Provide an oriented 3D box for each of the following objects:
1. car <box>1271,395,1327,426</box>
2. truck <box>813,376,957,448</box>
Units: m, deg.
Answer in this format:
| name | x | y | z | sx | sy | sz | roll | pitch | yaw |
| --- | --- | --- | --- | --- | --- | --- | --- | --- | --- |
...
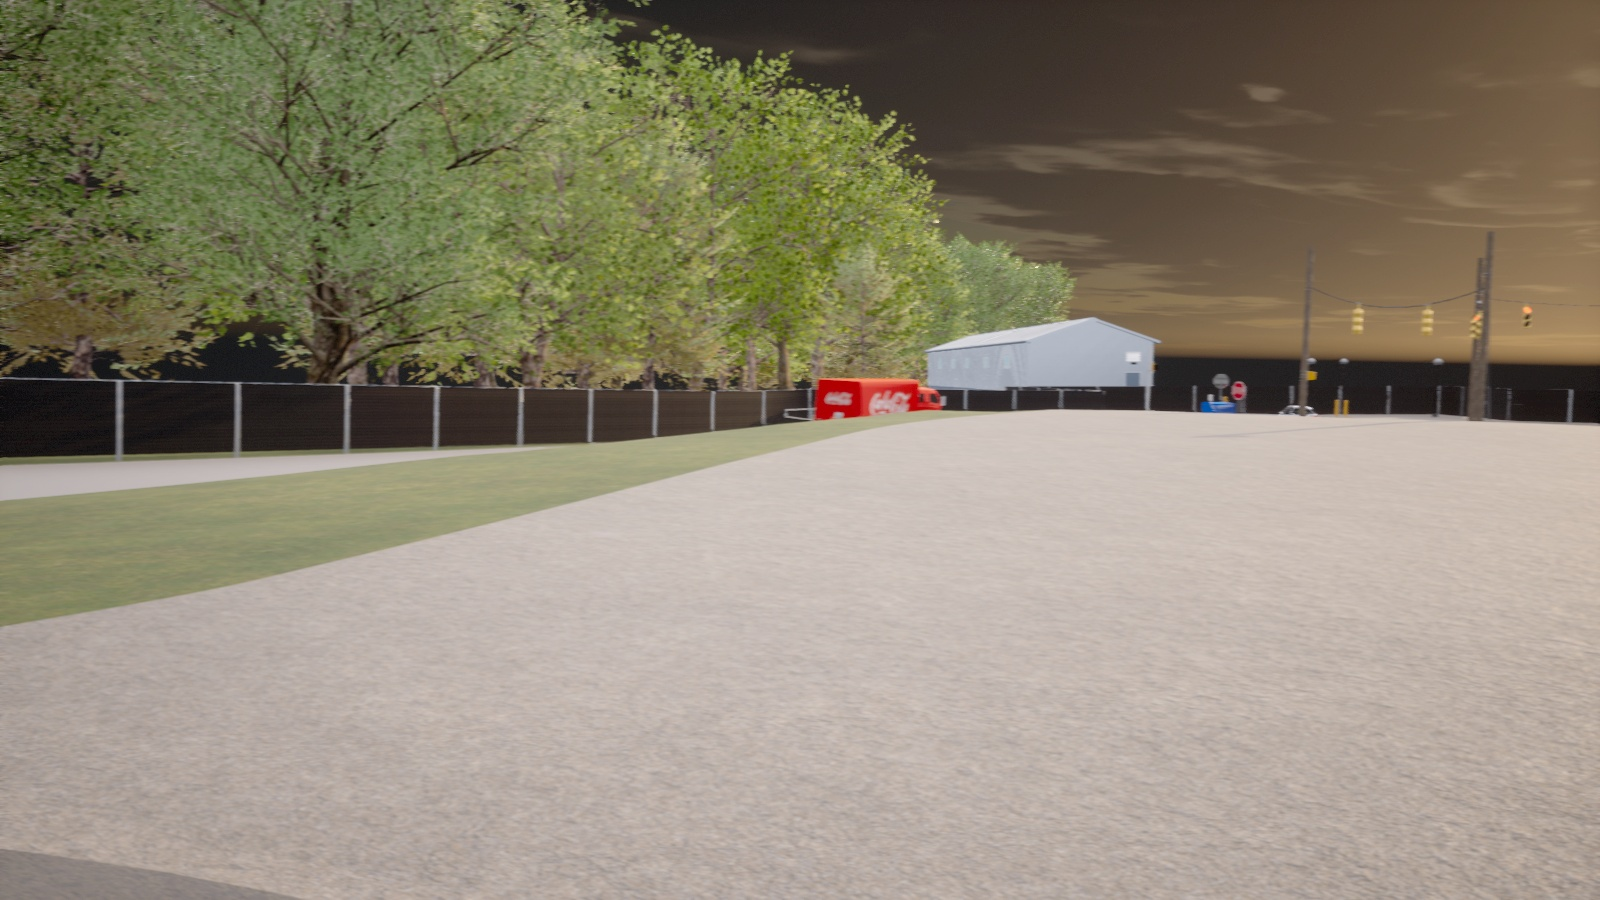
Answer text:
| name | x | y | z | sx | sy | sz | roll | pitch | yaw |
| --- | --- | --- | --- | --- | --- | --- | --- | --- | --- |
| car | 25.256 | -2.025 | 63.599 | 2.207 | 1.376 | 1.481 | -3 | 6 | -4 |
| truck | 3.223 | -1.498 | 47.009 | 2.627 | 2.467 | 5.204 | 5 | 6 | 44 |
